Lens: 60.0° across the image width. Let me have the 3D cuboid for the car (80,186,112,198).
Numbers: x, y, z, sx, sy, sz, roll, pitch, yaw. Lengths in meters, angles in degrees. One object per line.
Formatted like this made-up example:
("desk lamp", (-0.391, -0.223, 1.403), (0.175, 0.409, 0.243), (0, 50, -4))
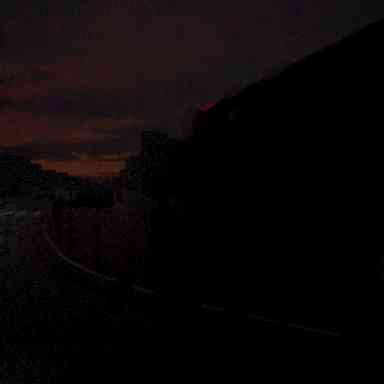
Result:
("car", (-17.756, 0.038, 61.765), (5.566, 2.045, 2.435), (0, 1, -15))

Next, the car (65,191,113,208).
("car", (-10.787, 0.946, 34.865), (4.792, 1.488, 2.163), (0, 1, -15))

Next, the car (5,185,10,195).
("car", (-39.737, -0.070, 66.272), (4.892, 1.521, 2.231), (0, 1, -15))

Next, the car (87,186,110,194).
("car", (-23.998, -0.512, 85.851), (5.566, 2.045, 2.435), (0, 1, -15))

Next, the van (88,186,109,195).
("van", (-21.069, -0.251, 75.128), (4.442, 1.987, 1.878), (0, 1, -15))

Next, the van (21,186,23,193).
("van", (-42.432, -0.531, 77.087), (4.442, 1.987, 1.878), (0, 1, -15))

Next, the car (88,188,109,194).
("car", (-23.282, -0.202, 83.170), (4.892, 1.521, 2.231), (0, 1, -15))

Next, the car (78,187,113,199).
("car", (-16.274, 0.175, 56.278), (5.566, 2.045, 2.435), (0, 1, -15))

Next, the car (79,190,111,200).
("car", (-15.603, 0.495, 53.590), (4.892, 1.521, 2.231), (0, 1, -15))

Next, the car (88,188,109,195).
("car", (-22.608, -0.116, 80.476), (4.792, 1.488, 2.163), (0, 1, -15))

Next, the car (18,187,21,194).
("car", (-41.818, -0.246, 74.275), (4.892, 1.521, 2.231), (0, 1, -15))

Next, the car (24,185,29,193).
("car", (-44.085, -0.417, 82.231), (5.366, 1.575, 1.946), (0, 1, -15))

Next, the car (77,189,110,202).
("car", (-14.183, 0.503, 48.214), (4.553, 1.767, 2.185), (0, 1, -15))

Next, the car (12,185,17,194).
("car", (-41.125, -0.188, 71.608), (4.892, 1.521, 2.231), (0, 1, -15))

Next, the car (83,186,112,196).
("car", (-19.760, -0.153, 69.727), (5.566, 2.045, 2.435), (0, 1, -15))

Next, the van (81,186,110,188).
("van", (-12.962, 0.529, 42.914), (4.442, 1.987, 1.878), (0, 1, -15))

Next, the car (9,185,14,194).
("car", (-40.431, -0.130, 68.940), (4.892, 1.521, 2.231), (0, 1, -15))

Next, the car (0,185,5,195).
("car", (-39.018, -0.136, 63.609), (4.553, 1.767, 2.185), (0, 1, -15))

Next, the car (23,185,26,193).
("car", (-43.209, -0.319, 79.610), (4.674, 1.452, 2.002), (0, 1, -15))

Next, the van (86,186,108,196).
("van", (-20.598, -0.192, 72.382), (4.442, 1.987, 1.878), (0, 1, -15))

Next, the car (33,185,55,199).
("car", (-23.677, 0.123, 54.009), (2.150, 2.045, 5.566), (0, 1, -15))

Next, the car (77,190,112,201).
("car", (-14.948, 0.558, 51.018), (5.008, 1.535, 2.097), (0, 1, -15))

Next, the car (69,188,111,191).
("car", (-12.090, 0.690, 40.139), (4.553, 1.767, 2.185), (0, 1, -15))
